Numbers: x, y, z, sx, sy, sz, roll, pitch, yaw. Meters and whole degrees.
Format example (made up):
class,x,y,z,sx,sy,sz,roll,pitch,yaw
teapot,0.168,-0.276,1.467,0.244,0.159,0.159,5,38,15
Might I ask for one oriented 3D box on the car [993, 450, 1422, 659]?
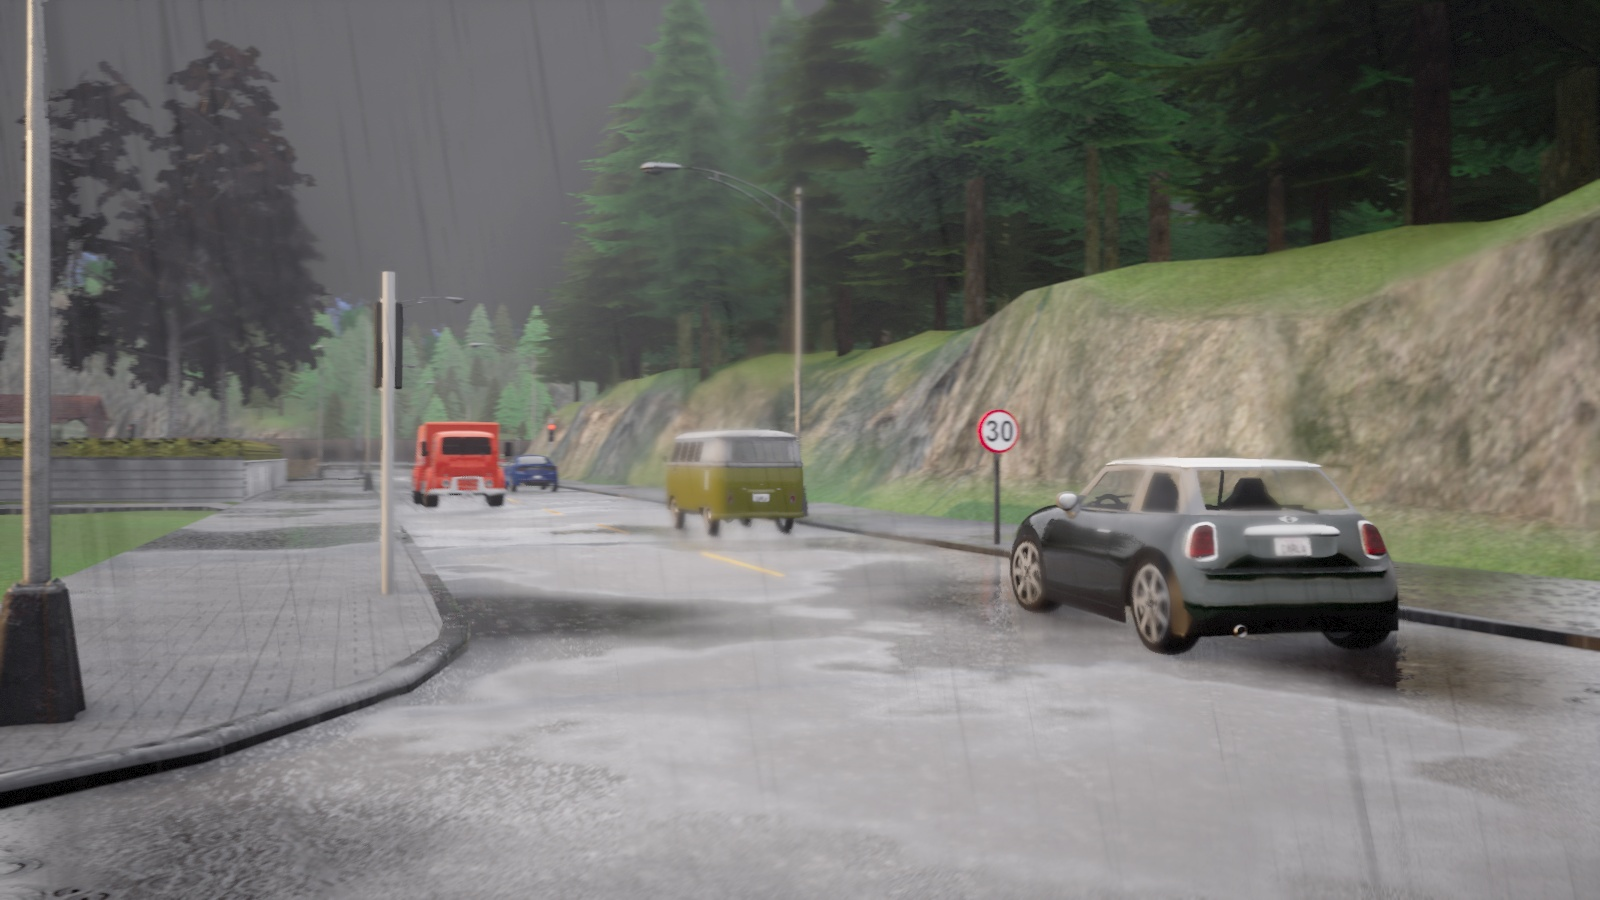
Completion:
class,x,y,z,sx,sy,sz,roll,pitch,yaw
car,3.258,0.748,10.926,1.970,1.475,3.806,0,0,-10

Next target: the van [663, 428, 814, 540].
class,x,y,z,sx,sy,sz,roll,pitch,yaw
van,-1.325,0.613,24.747,1.775,1.987,4.442,0,0,-19

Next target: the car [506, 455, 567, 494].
class,x,y,z,sx,sy,sz,roll,pitch,yaw
car,-11.160,0.997,52.896,1.882,1.535,5.008,0,0,-19

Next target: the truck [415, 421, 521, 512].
class,x,y,z,sx,sy,sz,roll,pitch,yaw
truck,-9.889,0.458,37.129,2.627,2.467,5.204,0,0,-19
